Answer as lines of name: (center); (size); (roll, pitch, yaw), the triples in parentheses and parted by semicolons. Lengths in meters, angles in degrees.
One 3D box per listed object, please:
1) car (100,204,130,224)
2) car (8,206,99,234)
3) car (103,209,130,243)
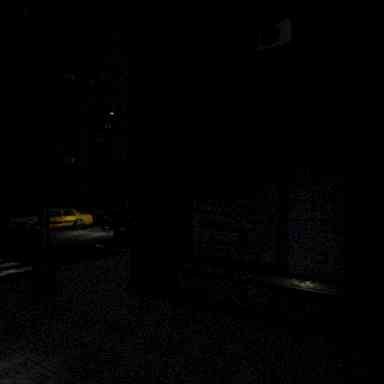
car: (-3.335, 1.500, 22.202); (1.882, 1.535, 5.008); (0, 0, 36)
car: (-8.224, 1.554, 19.729); (1.752, 1.417, 4.829); (0, 0, 36)
car: (-1.604, 1.561, 15.190); (1.947, 1.339, 4.313); (0, 0, 36)
